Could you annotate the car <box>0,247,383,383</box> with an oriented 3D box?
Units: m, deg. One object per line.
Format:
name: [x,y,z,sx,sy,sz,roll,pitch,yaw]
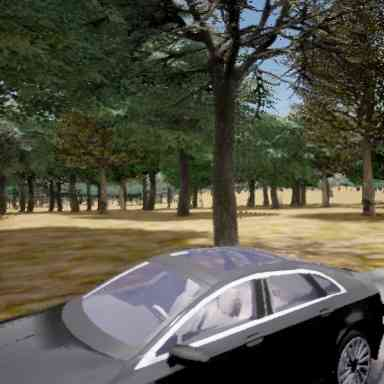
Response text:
car: [0.059,1.430,3.466,4.902,1.511,2.128,0,1,-34]
